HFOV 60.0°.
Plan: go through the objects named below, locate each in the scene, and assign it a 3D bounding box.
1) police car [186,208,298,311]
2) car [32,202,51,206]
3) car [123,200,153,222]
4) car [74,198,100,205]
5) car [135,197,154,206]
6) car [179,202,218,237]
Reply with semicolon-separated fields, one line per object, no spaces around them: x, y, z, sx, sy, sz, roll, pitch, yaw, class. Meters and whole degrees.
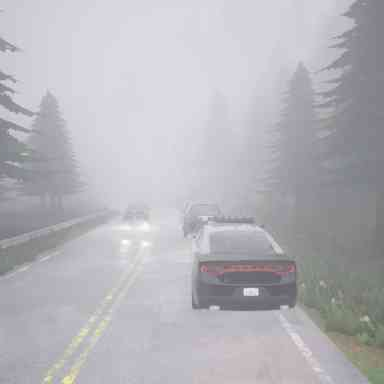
0.905;1.409;7.967;1.930;1.638;5.238;0;0;-1;police car
-24.793;2.323;55.461;5.357;1.411;2.033;-3;3;27;car
-4.321;1.577;26.338;1.895;1.301;4.718;0;0;-4;car
-17.588;1.770;55.357;4.902;1.511;2.128;-3;3;27;car
-6.996;1.461;46.081;1.837;1.490;4.892;-3;1;-35;car
0.531;1.314;17.938;2.097;1.767;4.553;0;0;-3;car
